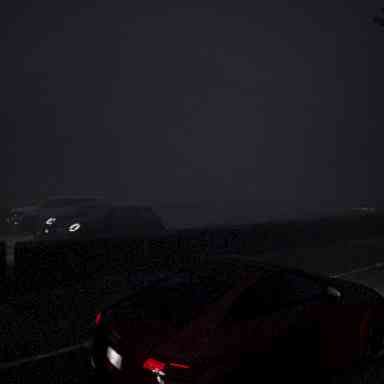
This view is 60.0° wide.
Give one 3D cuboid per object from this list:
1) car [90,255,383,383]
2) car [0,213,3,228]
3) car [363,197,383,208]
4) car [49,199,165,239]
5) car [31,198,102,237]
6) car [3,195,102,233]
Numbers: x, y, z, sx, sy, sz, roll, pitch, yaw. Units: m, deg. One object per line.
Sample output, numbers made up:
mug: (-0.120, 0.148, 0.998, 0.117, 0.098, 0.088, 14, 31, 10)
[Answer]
car: (0.860, 1.569, 4.407, 4.181, 1.385, 1.994, 0, 0, -36)
car: (-11.143, 1.611, 21.896, 4.718, 1.301, 1.895, 0, 0, -36)
car: (27.885, 1.573, 50.422, 4.902, 1.511, 2.128, 0, 0, -36)
car: (-3.466, 1.362, 14.505, 4.553, 1.767, 2.097, 0, 0, -36)
car: (-5.559, 1.363, 17.310, 4.553, 1.767, 2.097, 0, 0, -36)
car: (-7.887, 1.233, 19.944, 5.566, 2.045, 2.150, 0, 0, -36)
